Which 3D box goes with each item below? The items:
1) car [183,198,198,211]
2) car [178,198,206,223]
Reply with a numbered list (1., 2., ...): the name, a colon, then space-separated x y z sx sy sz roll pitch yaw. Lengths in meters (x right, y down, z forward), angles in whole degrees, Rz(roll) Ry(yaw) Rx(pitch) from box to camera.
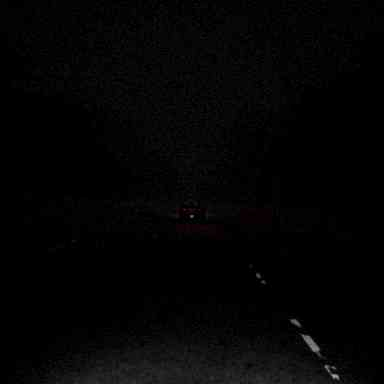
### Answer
1. car: -0.205 1.496 41.115 1.812 1.442 4.674 0 0 -1
2. car: -0.014 1.400 24.579 2.128 1.511 4.902 0 0 0
